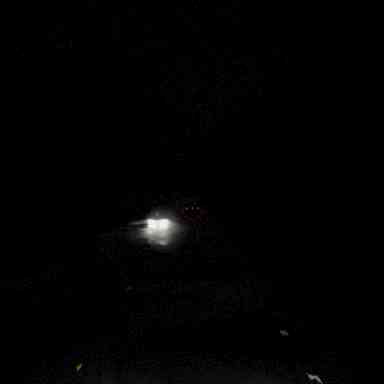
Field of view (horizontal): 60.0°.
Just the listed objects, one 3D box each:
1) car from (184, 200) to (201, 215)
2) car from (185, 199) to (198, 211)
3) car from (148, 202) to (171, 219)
[{"bbox_3d":[0.058,1.844,38.153,2.033,1.411,5.357,0,0,0],"label":"car"},{"bbox_3d":[-0.054,1.867,48.981,1.882,1.535,5.008,0,0,0],"label":"car"},{"bbox_3d":[-3.137,1.743,32.571,2.128,1.511,4.902,0,0,0],"label":"car"}]
